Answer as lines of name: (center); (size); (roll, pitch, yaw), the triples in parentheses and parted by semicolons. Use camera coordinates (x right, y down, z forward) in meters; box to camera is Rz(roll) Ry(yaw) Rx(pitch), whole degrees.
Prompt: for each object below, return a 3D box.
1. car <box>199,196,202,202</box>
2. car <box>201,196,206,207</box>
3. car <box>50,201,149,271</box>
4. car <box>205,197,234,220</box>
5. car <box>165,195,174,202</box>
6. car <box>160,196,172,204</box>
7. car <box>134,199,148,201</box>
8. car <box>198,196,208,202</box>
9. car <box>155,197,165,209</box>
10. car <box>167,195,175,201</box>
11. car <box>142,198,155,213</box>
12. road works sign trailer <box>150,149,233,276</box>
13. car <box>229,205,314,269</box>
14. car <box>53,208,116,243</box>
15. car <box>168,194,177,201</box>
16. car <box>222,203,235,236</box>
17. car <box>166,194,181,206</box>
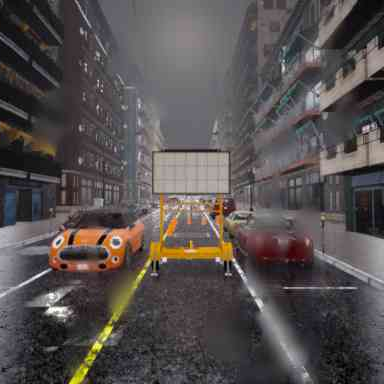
car: (2.592, 1.605, 56.625); (1.947, 1.339, 4.313); (2, 0, 0)
car: (2.593, 1.556, 45.466); (1.752, 1.417, 4.829); (2, 0, 0)
car: (-2.850, 1.358, 10.929); (2.097, 1.767, 4.553); (0, 0, 0)
car: (2.598, 1.333, 28.302); (2.192, 1.841, 5.009); (2, 0, 0)
car: (-5.285, 1.585, 79.117); (1.752, 1.417, 4.829); (2, 0, 0)
car: (-5.286, 1.593, 67.960); (1.887, 1.381, 4.507); (2, 0, 0)
car: (-5.289, 1.584, 28.308); (1.947, 1.339, 4.313); (2, 0, 0)
car: (2.594, 1.610, 79.281); (2.008, 1.369, 4.403); (2, 0, 0)
car: (-5.288, 1.582, 45.301); (2.008, 1.369, 4.403); (2, 0, 0)
car: (-5.285, 1.591, 84.782); (1.752, 1.417, 4.829); (2, 0, 0)
car: (-5.284, 1.462, 33.972); (1.967, 1.590, 4.097); (2, 0, 0)
road works sign trailer: (-0.022, 0.470, 10.383); (2.380, 3.560, 2.880); (0, 0, 0)
car: (2.594, 1.447, 11.309); (1.967, 1.590, 4.097); (2, 0, 0)
car: (-5.290, 1.592, 16.978); (1.802, 1.307, 4.206); (2, 0, 0)
car: (-5.277, 1.388, 90.617); (2.192, 1.841, 5.009); (2, 0, 0)
car: (2.591, 1.536, 17.143); (1.752, 1.417, 4.829); (2, 0, 0)
car: (-2.836, 1.563, 54.545); (1.812, 1.442, 4.674); (0, 0, 0)
